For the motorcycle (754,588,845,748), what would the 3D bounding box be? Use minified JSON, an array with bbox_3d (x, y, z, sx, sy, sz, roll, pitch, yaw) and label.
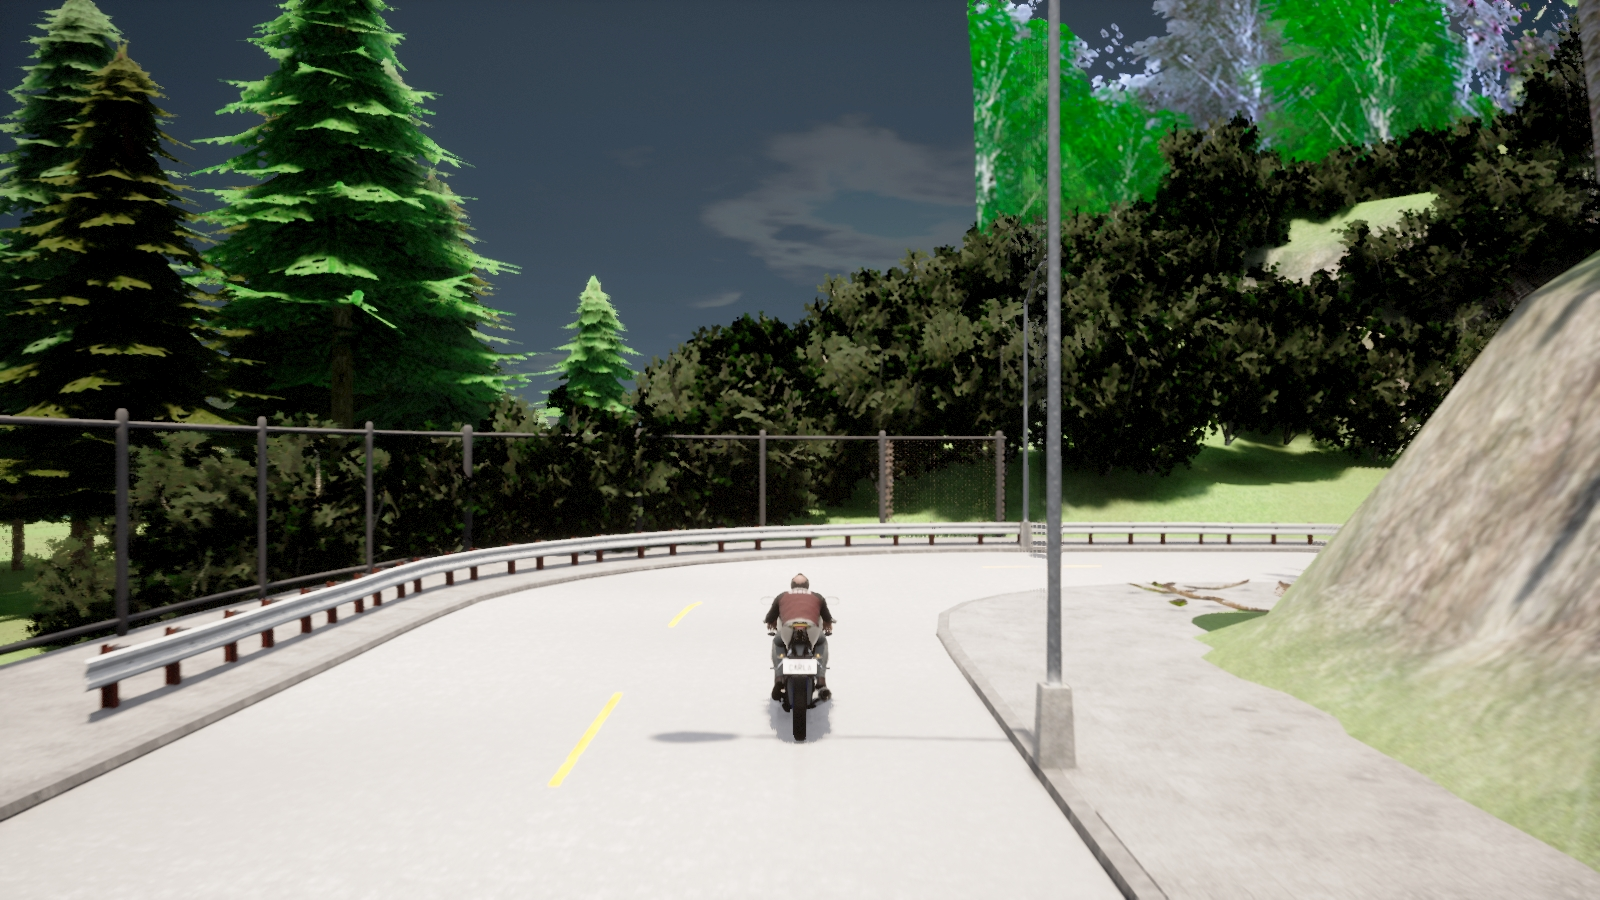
[{"bbox_3d":[-0.001,2.206,11.973,0.867,1.251,2.209,0,0,0],"label":"motorcycle"}]
